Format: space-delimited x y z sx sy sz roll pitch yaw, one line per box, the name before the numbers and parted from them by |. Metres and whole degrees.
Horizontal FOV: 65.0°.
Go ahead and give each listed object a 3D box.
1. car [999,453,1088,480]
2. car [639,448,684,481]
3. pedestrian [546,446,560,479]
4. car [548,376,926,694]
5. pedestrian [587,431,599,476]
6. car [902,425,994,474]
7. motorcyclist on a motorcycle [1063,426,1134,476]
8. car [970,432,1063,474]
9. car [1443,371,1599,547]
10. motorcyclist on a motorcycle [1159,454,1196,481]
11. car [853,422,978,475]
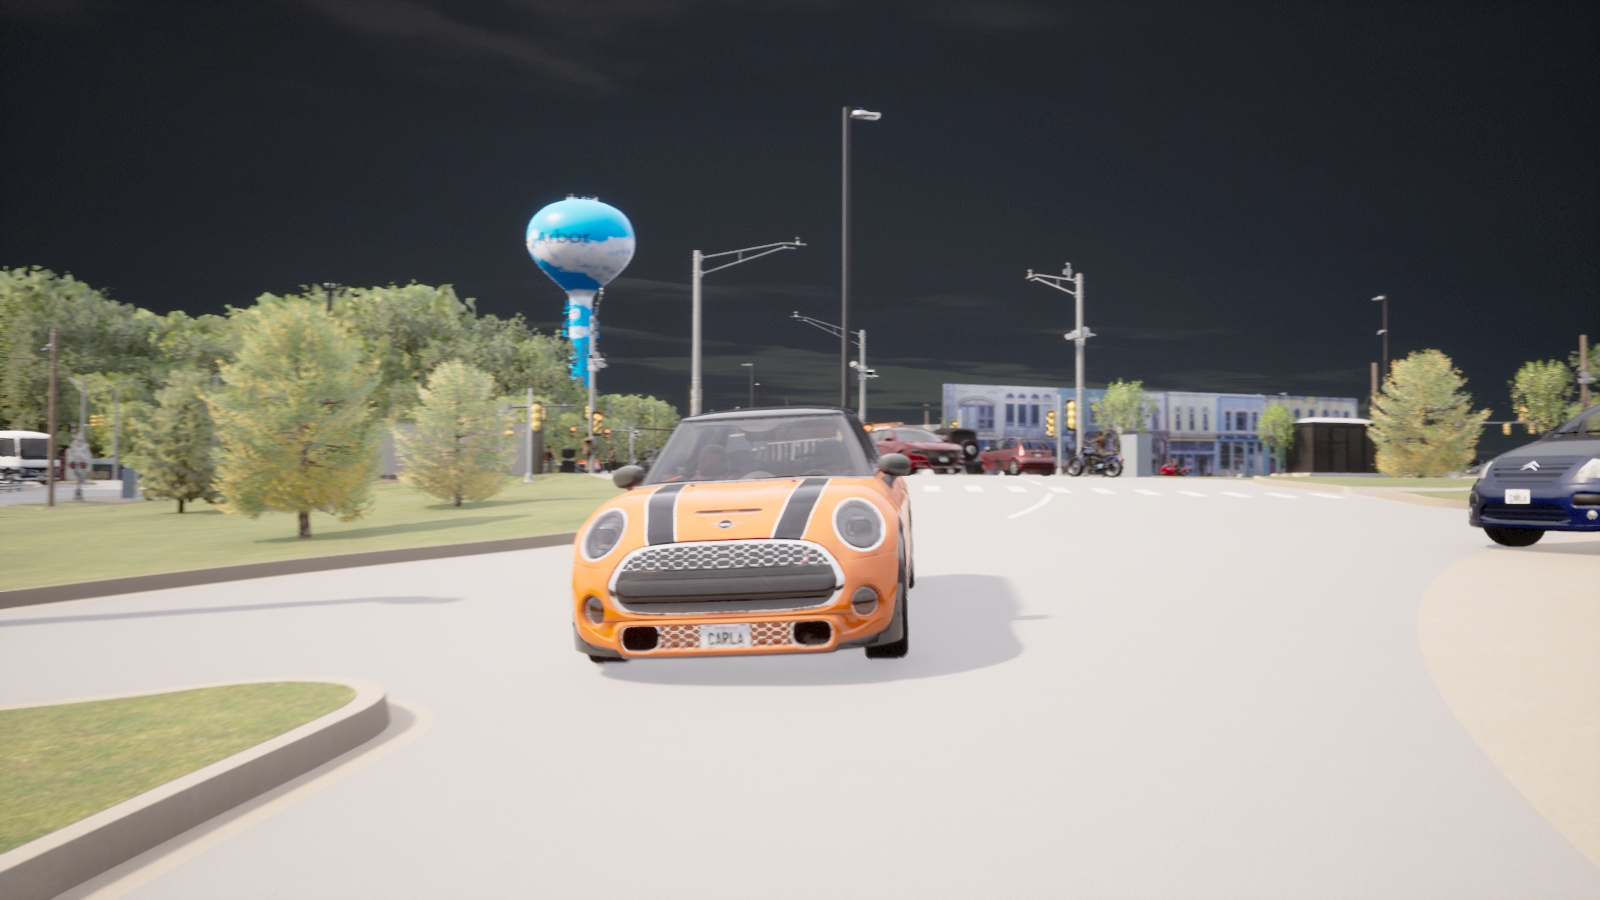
car | 13.864 0.945 71.441 4.674 1.442 1.812 1 -2 -19
car | -8.249 0.897 74.708 1.905 1.878 3.866 0 -2 -18
pedestrian | -13.697 0.688 69.717 0.431 1.840 0.703 -1 -2 28
car | -0.155 0.457 9.589 2.097 1.767 4.553 -3 1 6
pedestrian | -9.009 0.159 54.599 0.396 1.930 0.692 0 -2 -19
car | 5.897 0.019 50.450 1.905 1.878 3.866 1 -2 -26
motorcyclist on a motorcycle | 10.066 0.044 42.424 0.766 1.649 2.350 1 -1 -38
car | 8.853 0.152 51.606 1.851 1.617 3.988 1 -2 -24
car | 9.005 0.047 12.946 3.988 1.617 1.851 -2 -1 -17
motorcyclist on a motorcycle | 22.355 1.040 74.373 2.044 1.523 0.797 1 -2 -19
car | 3.477 -0.018 38.948 1.882 1.535 5.008 1 -1 -20
